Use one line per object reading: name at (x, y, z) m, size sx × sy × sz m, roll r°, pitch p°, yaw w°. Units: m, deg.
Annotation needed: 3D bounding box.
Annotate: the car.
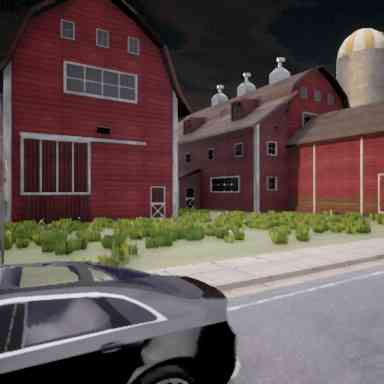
car at (-1.874, 1.491, 2.961) m, size 4.902 × 1.511 × 2.128 m, roll 0°, pitch 0°, yaw -28°
